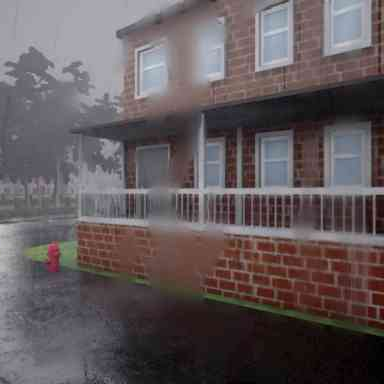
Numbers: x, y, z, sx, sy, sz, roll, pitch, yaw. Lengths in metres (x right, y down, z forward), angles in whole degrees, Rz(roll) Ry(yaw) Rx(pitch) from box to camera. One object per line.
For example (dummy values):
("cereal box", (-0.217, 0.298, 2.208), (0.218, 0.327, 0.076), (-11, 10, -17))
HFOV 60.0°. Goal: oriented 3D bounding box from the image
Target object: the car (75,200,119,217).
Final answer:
("car", (-7.610, 1.505, 28.483), (1.837, 1.490, 4.892), (0, 0, 36))
